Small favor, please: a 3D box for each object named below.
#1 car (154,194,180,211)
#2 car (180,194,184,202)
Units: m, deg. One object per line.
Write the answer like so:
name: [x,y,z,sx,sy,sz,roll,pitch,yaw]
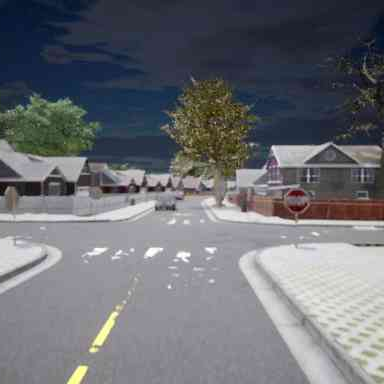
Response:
car: [-2.742,1.043,35.203,2.097,1.767,4.553,0,0,0]
car: [-2.600,1.034,59.945,1.895,1.301,4.718,0,1,4]
